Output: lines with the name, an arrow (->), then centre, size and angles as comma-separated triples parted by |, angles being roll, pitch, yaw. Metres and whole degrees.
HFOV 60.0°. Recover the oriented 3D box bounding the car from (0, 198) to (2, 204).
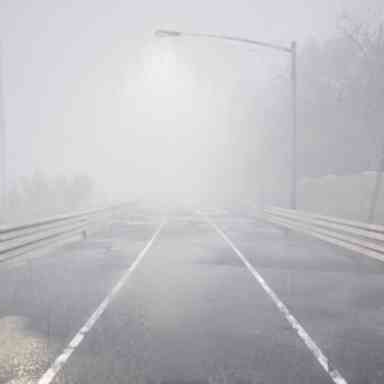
car -> -30.149, 1.622, 57.358 | 2.097, 1.767, 4.553 | 1, 4, 15
